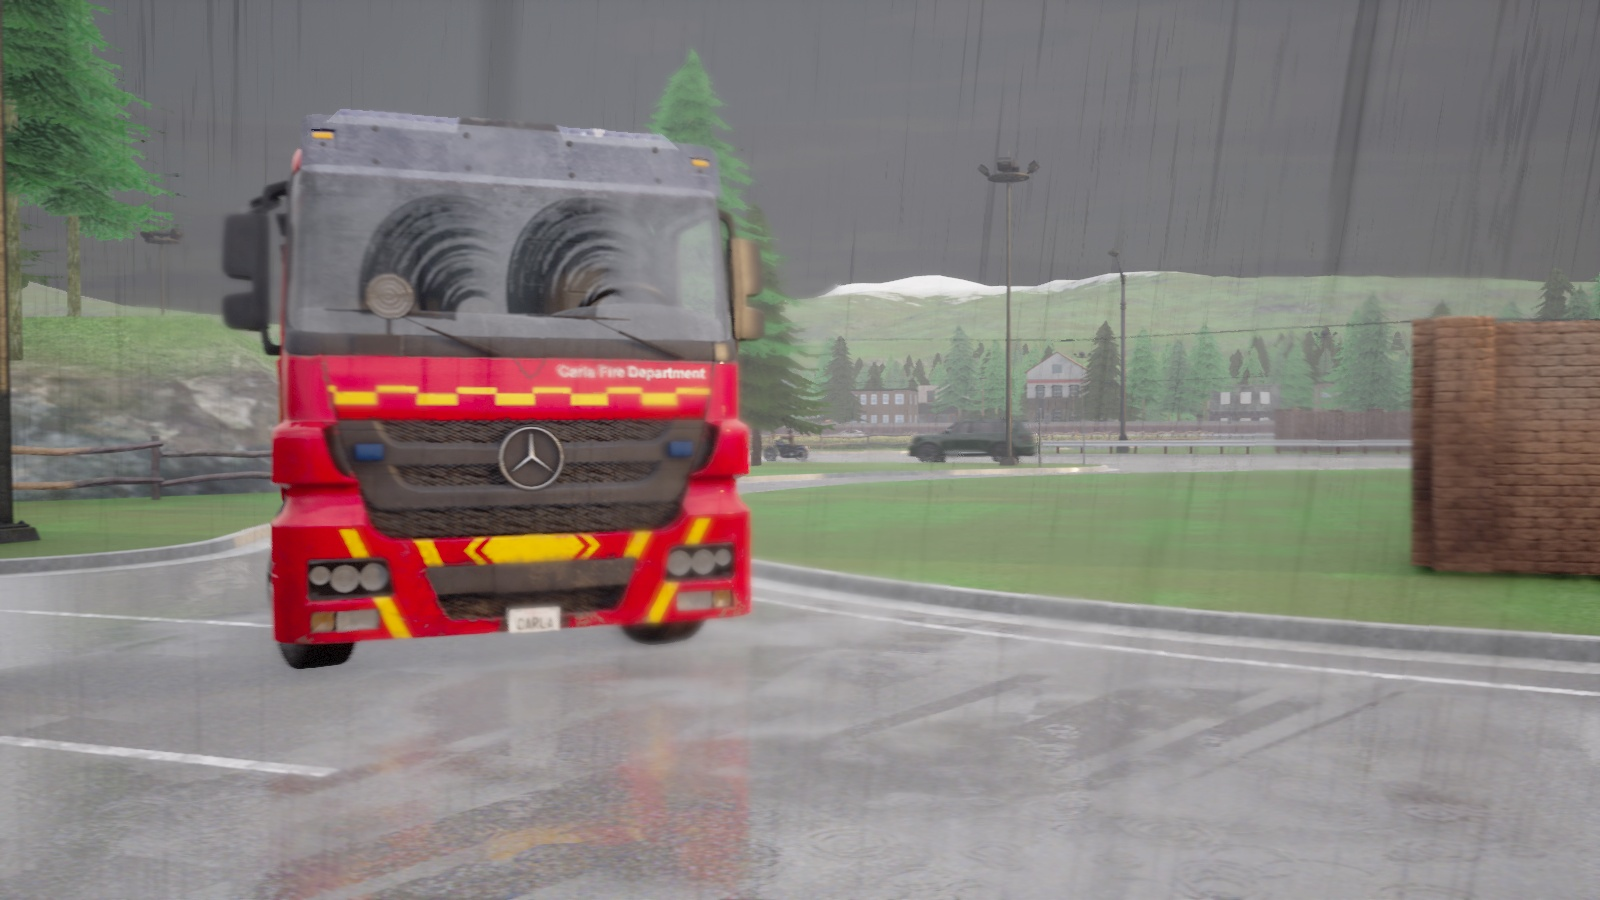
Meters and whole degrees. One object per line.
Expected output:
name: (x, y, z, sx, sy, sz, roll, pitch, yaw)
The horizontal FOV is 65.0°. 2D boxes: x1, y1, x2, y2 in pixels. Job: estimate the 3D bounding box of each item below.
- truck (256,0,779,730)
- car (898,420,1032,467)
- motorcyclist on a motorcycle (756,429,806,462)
truck: (-3.045, -0.525, 10.992, 2.891, 3.827, 8.468, 0, 1, -22)
car: (7.336, -0.320, 55.719, 5.566, 2.045, 2.150, 0, 1, 18)
motorcyclist on a motorcycle: (-0.926, -0.222, 62.167, 2.350, 1.649, 0.766, 0, 1, 18)
